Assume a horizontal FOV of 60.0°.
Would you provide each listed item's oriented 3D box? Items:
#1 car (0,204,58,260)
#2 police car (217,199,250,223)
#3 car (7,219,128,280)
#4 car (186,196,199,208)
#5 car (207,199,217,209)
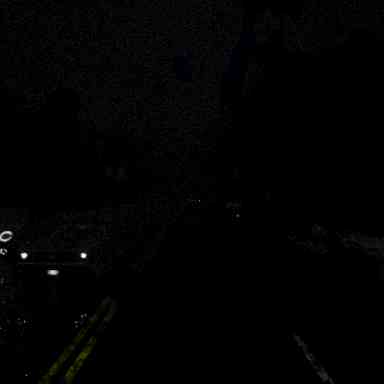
[{"bbox_3d":[-6.557,1.373,12.232,2.097,1.767,4.553,0,0,0],"label":"car"},{"bbox_3d":[3.316,1.500,26.474,1.930,1.638,5.238,0,0,0],"label":"police car"},{"bbox_3d":[-3.321,1.619,10.166,1.895,1.301,4.718,0,0,0],"label":"car"},{"bbox_3d":[0.101,1.747,50.882,1.812,1.442,4.674,0,0,1],"label":"car"},{"bbox_3d":[3.261,1.683,48.335,1.882,1.535,5.008,0,0,0],"label":"car"}]
